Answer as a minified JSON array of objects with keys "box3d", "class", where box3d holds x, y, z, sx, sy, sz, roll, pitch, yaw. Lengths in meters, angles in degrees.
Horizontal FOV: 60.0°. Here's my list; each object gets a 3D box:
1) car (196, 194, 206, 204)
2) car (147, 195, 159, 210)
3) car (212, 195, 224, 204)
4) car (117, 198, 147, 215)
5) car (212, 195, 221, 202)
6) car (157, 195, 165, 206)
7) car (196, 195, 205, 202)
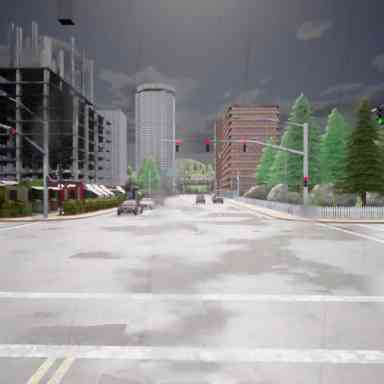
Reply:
[{"box3d":[1.697,1.601,65.523,1.895,1.301,4.718,0,0,1],"class":"car"},{"box3d":[-5.922,1.526,43.984,1.812,1.442,4.674,0,0,2],"class":"car"},{"box3d":[5.203,1.526,65.757,1.812,1.442,4.674,0,0,1],"class":"car"},{"box3d":[-6.189,1.526,33.709,1.812,1.442,4.674,0,0,2],"class":"car"},{"box3d":[5.418,1.422,74.654,1.895,1.301,4.718,0,0,1],"class":"car"},{"box3d":[-5.653,1.351,54.708,2.097,1.767,4.553,0,0,2],"class":"car"},{"box3d":[1.918,1.326,74.708,1.837,1.490,4.892,0,0,1],"class":"car"}]
